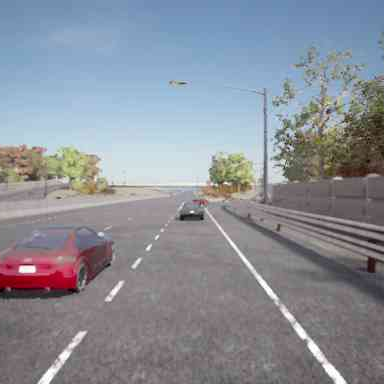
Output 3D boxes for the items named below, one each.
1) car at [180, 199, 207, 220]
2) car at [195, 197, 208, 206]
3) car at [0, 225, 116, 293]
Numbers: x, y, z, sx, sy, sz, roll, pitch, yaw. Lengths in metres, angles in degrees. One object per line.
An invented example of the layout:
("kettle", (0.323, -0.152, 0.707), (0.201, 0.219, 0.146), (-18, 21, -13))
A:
("car", (0.006, 1.586, 28.839), (1.994, 1.385, 4.181), (0, 0, 0))
("car", (1.508, 1.556, 55.444), (1.882, 1.535, 5.008), (0, -1, 10))
("car", (-3.398, 1.567, 8.876), (1.994, 1.385, 4.181), (0, 0, 0))
